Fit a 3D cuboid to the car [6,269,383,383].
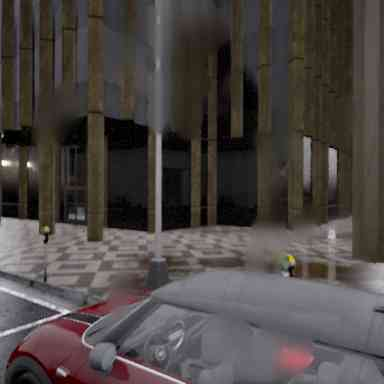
[{"bbox_3d":[0.177,1.432,2.838,4.097,1.590,1.967,0,0,36],"label":"car"}]
